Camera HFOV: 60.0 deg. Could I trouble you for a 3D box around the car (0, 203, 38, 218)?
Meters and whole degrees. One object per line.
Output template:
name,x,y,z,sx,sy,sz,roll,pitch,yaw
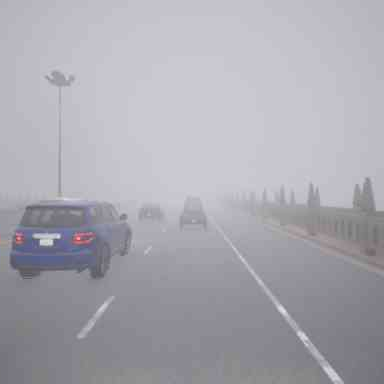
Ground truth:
car,-17.590,1.815,33.672,1.994,1.385,4.181,0,0,0

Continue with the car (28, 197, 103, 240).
car,-6.908,1.353,18.939,2.150,2.045,5.566,0,0,0

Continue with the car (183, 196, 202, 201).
car,0.085,1.541,41.067,2.150,2.045,5.566,0,0,0

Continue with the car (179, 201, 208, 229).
car,0.091,1.658,23.211,2.128,1.511,4.902,0,0,0

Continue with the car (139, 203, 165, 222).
car,-3.411,1.689,28.958,1.882,1.535,5.008,0,0,0

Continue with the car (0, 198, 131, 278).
car,-3.405,1.291,10.465,2.150,2.045,5.566,0,0,0
